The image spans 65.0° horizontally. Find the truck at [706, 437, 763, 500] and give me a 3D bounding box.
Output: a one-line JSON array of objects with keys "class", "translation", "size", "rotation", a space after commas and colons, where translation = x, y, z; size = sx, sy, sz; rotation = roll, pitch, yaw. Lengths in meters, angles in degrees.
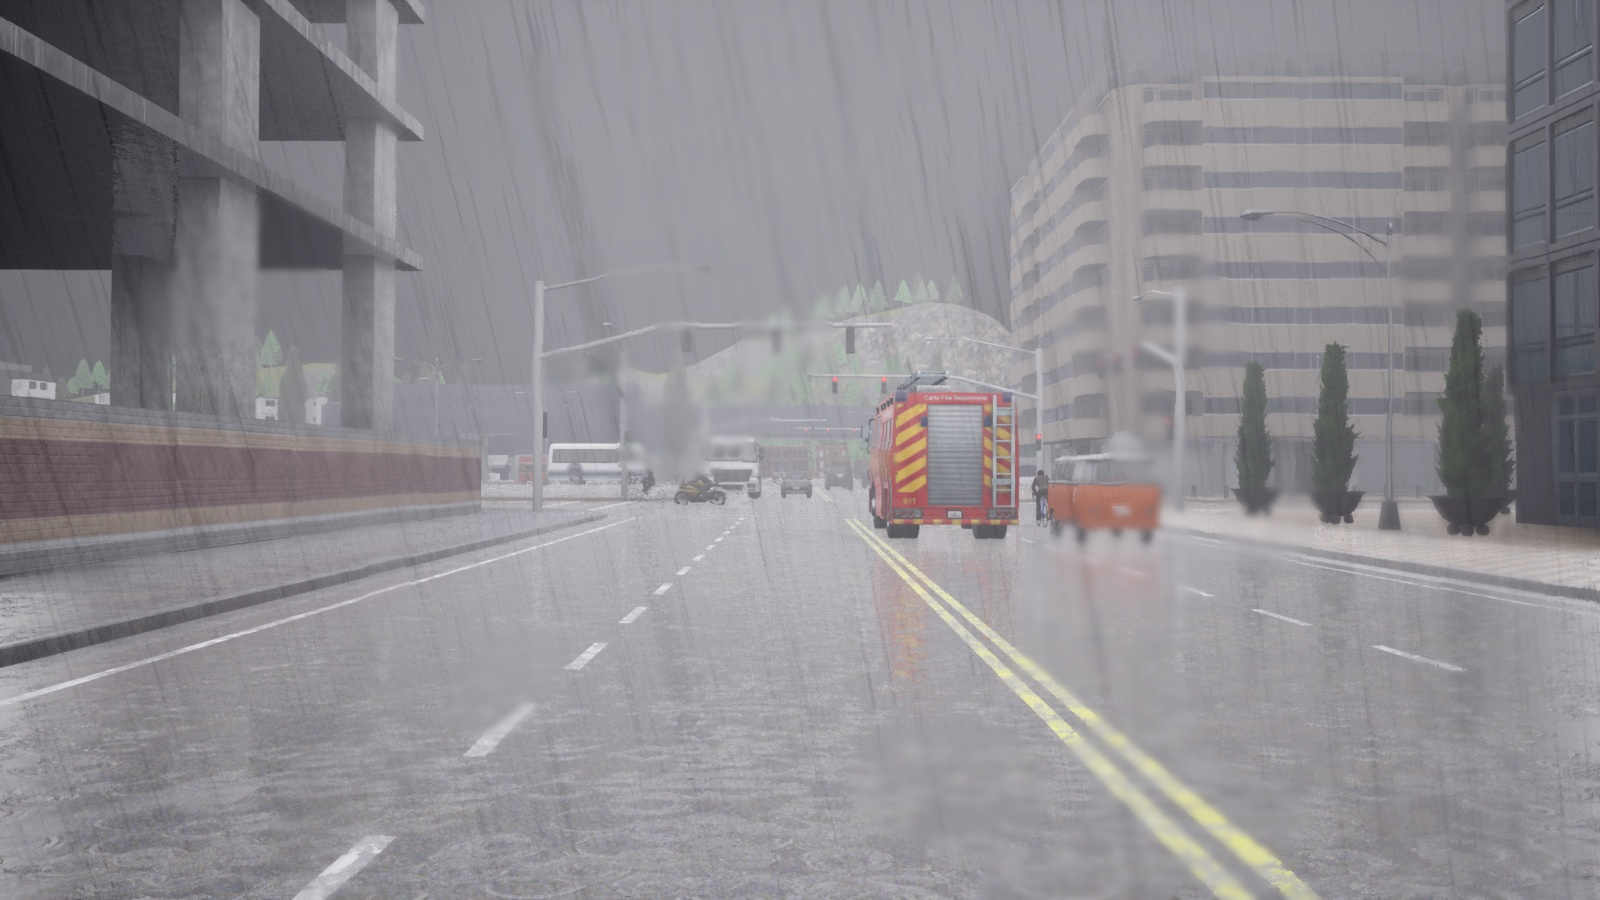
[{"class": "truck", "translation": [-3.691, 1.064, 72.659], "size": [2.891, 3.462, 7.936], "rotation": [0, -1, 0]}]

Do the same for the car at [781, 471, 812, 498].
[{"class": "car", "translation": [-0.190, 2.029, 73.717], "size": [1.789, 1.549, 3.705], "rotation": [0, -1, 0]}]

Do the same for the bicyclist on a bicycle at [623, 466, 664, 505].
[{"class": "bicyclist on a bicycle", "translation": [-7.331, 1.666, 58.915], "size": [1.843, 1.776, 0.659], "rotation": [0, -1, -1]}]

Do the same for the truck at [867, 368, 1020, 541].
[{"class": "truck", "translation": [3.412, 0.173, 32.061], "size": [2.891, 3.827, 8.468], "rotation": [0, -1, 0]}]

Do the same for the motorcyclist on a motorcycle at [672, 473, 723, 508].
[{"class": "motorcyclist on a motorcycle", "translation": [-4.501, 1.765, 55.451], "size": [2.191, 1.530, 0.866], "rotation": [0, -1, -1]}]

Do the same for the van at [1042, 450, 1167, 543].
[{"class": "van", "translation": [6.924, 1.025, 29.000], "size": [1.775, 1.987, 4.442], "rotation": [0, -1, 0]}]
